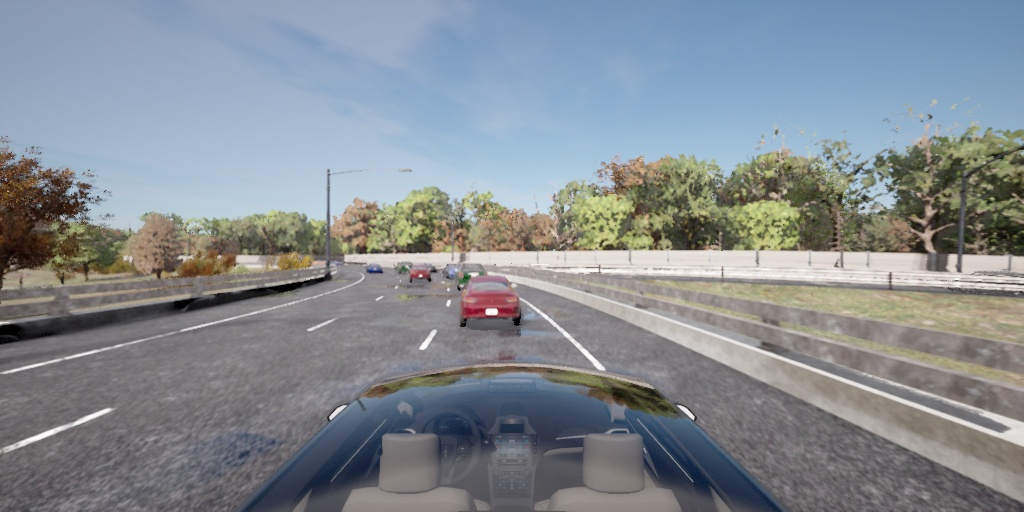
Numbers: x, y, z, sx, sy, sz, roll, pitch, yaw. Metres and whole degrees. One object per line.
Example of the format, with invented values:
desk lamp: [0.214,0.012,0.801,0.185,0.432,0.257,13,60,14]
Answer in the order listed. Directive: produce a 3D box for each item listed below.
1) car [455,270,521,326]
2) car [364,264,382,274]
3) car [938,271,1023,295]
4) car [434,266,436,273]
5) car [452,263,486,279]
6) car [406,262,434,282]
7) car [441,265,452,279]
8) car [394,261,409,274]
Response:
car: [-0.784,1.360,11.985,1.812,1.442,4.674,0,0,-6]
car: [-19.610,1.742,50.657,1.994,1.385,4.181,0,-1,-28]
car: [36.214,1.919,27.444,4.553,1.767,2.097,3,1,28]
car: [-12.407,1.742,51.941,1.994,1.385,4.181,0,0,-26]
car: [-2.824,1.292,24.635,2.097,1.767,4.553,0,-1,-11]
car: [-8.409,1.539,32.593,1.812,1.442,4.674,0,0,-17]
car: [-6.020,1.592,36.699,2.033,1.411,5.357,0,0,-18]
car: [-14.528,1.502,48.299,2.097,1.767,4.553,0,-1,-25]
